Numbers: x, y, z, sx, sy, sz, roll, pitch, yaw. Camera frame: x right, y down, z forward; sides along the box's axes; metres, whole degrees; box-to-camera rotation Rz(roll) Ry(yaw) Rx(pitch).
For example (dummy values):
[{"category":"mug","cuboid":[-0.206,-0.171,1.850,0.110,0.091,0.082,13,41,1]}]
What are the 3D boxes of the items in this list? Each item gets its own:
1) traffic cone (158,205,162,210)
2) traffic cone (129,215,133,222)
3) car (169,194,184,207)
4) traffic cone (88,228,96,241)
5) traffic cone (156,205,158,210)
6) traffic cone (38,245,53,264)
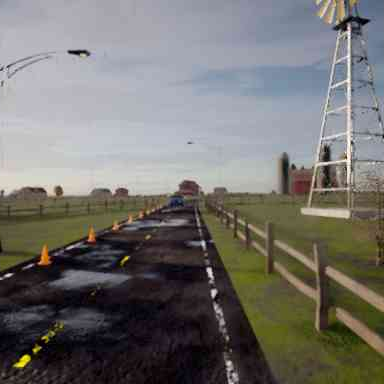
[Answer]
[{"category":"traffic cone","cuboid":[-4.717,2.112,45.703,0.340,0.580,0.340,0,0,0]},{"category":"traffic cone","cuboid":[-4.720,2.040,25.701,0.340,0.580,0.340,0,0,0]},{"category":"car","cuboid":[-2.456,1.408,54.562,2.150,2.045,5.566,0,0,-1]},{"category":"traffic cone","cuboid":[-4.722,2.005,15.701,0.340,0.580,0.340,0,0,0]},{"category":"traffic cone","cuboid":[-4.718,2.094,40.703,0.340,0.580,0.340,0,0,0]},{"category":"traffic cone","cuboid":[-4.722,1.989,10.700,0.340,0.580,0.340,0,0,0]}]
